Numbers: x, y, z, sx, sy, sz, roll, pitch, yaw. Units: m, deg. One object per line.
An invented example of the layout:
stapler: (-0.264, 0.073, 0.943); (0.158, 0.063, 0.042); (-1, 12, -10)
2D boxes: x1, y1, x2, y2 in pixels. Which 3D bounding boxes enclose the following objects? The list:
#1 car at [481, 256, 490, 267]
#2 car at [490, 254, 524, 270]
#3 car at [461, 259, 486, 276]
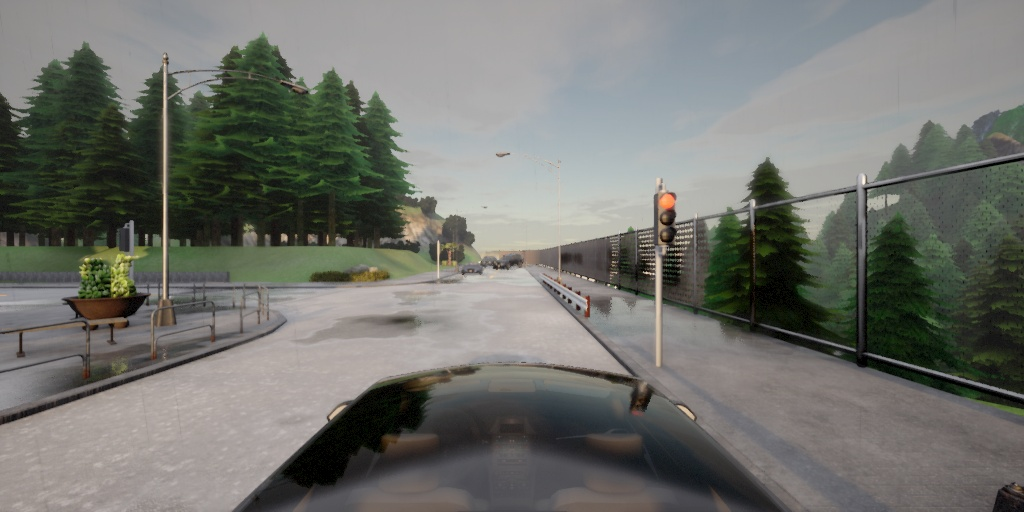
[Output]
car: (-3.763, 0.968, 59.010); (2.150, 2.045, 5.566); (0, 0, 4)
car: (-0.393, 0.866, 52.684); (2.150, 2.045, 5.566); (2, 5, 33)
car: (-4.096, 1.311, 37.539); (1.994, 1.385, 4.181); (0, 0, 0)
